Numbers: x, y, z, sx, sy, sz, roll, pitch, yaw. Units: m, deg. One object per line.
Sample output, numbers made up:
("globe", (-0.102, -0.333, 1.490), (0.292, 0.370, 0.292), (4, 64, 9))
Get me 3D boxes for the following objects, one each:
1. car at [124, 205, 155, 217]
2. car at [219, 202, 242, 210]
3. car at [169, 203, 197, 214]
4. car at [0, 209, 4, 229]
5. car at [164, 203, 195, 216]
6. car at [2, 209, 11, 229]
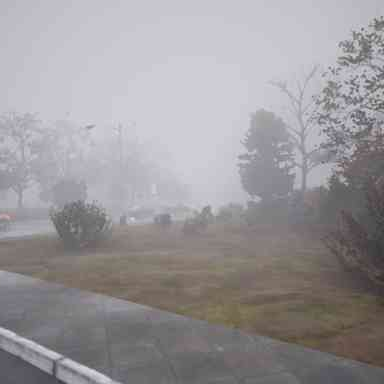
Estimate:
("car", (-6.604, 2.391, 42.069), (1.812, 1.442, 4.674), (-3, -2, 32))
("car", (5.660, 2.177, 48.131), (2.033, 1.411, 5.357), (-3, -2, 32))
("car", (-1.310, 2.453, 50.485), (1.812, 1.442, 4.674), (-3, -2, 33))
("car", (-15.431, 2.152, 21.688), (1.837, 1.490, 4.892), (-3, -2, 35))
("car", (-1.708, 2.229, 42.957), (1.837, 1.490, 4.892), (-3, -2, 32))
("car", (-16.886, 2.161, 26.052), (2.097, 1.767, 4.553), (-3, -2, 33))
